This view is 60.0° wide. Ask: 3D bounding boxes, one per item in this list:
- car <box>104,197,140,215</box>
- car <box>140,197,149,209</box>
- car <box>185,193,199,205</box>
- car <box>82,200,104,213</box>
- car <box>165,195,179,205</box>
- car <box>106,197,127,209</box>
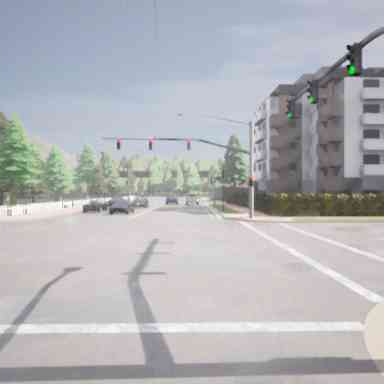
[{"bbox_3d":[-7.063,1.527,34.208,2.033,1.411,5.357,0,0,1],"label":"car"},{"bbox_3d":[-7.044,1.465,45.572,2.128,1.511,4.902,0,0,0],"label":"car"},{"bbox_3d":[0.034,1.186,58.249,2.150,2.045,5.566,0,0,0],"label":"car"},{"bbox_3d":[-10.551,1.578,36.796,1.895,1.301,4.718,0,0,0],"label":"car"},{"bbox_3d":[-3.466,1.316,58.177,2.097,1.767,4.553,0,0,0],"label":"car"},{"bbox_3d":[-10.537,1.449,46.835,1.882,1.535,5.008,0,0,0],"label":"car"}]
